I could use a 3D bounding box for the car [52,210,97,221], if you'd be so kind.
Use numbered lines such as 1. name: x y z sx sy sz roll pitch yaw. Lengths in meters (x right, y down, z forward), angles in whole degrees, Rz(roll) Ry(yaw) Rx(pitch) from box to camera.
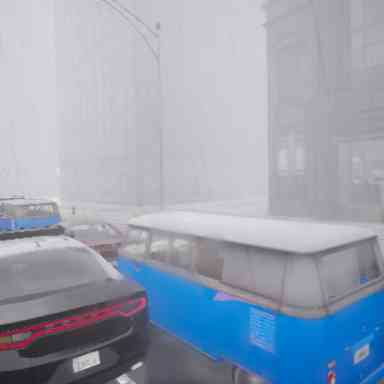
1. car: -3.081 1.403 8.926 1.887 1.381 4.507 -3 2 -38

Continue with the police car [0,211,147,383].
1. police car: -2.578 1.358 5.113 1.930 1.638 5.238 -2 2 -38

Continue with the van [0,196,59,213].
1. van: -6.569 1.180 13.368 1.690 1.788 3.998 -3 2 -38

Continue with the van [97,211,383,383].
1. van: 0.395 1.218 4.473 1.690 1.788 3.998 -3 2 -38
